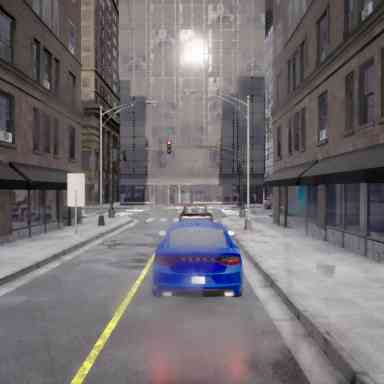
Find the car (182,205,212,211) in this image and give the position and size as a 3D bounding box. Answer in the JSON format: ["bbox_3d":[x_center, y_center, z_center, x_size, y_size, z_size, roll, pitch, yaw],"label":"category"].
[{"bbox_3d":[0.181,1.480,19.057,2.128,1.511,4.902,0,0,-1],"label":"car"}]

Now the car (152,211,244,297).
[{"bbox_3d":[0.125,1.473,8.611,1.882,1.535,5.008,0,0,0],"label":"car"}]

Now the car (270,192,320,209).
[{"bbox_3d":[12.780,1.057,41.670,5.566,2.045,2.150,0,0,0],"label":"car"}]

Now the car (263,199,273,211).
[{"bbox_3d":[10.555,1.222,38.423,4.553,1.767,2.097,0,0,0],"label":"car"}]
